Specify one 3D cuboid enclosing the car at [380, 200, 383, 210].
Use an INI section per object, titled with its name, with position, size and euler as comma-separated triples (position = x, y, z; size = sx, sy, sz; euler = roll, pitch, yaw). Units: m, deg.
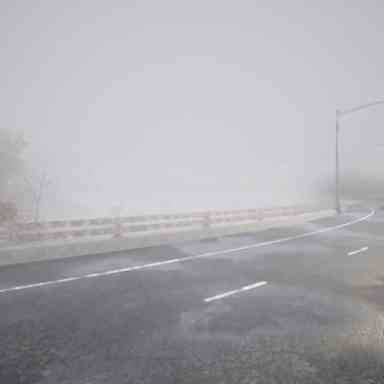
[car]
position = 23.872, 1.479, 40.094
size = 2.033, 1.411, 5.357
euler = 0, 0, 27
